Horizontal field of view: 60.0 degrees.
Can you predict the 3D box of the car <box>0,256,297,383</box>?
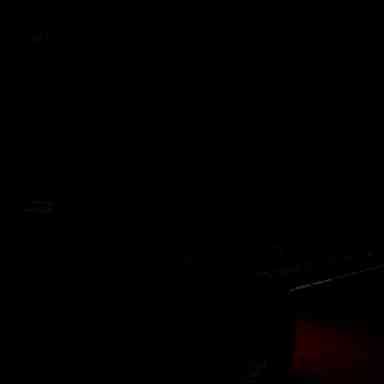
[{"bbox_3d":[-1.105,1.479,3.202,5.008,1.535,1.882,0,0,-35],"label":"car"}]
